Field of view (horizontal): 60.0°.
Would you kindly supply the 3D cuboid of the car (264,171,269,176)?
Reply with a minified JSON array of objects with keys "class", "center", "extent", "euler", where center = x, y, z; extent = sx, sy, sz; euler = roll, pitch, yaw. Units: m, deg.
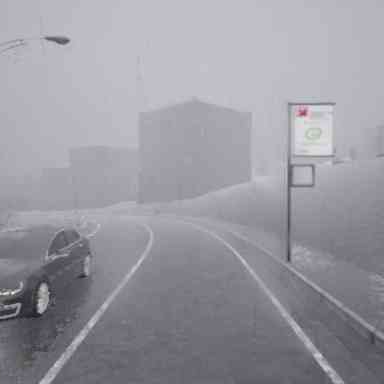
[{"class":"car","center":[20.669,-4.369,85.827],"extent":[2.002,1.452,4.674],"euler":[0,0,-1]}]

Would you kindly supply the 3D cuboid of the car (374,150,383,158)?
[{"class":"car","center":[21.739,-3.978,36.152],"extent":[2.231,1.521,4.892],"euler":[0,1,-1]}]

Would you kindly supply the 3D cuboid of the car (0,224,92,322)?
[{"class":"car","center":[-3.665,1.562,7.530],"extent":[1.837,1.490,4.892],"euler":[0,-1,-2]}]

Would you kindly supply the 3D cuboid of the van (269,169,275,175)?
[{"class":"van","center":[20.790,-4.602,80.184],"extent":[1.878,1.987,4.442],"euler":[0,0,-1]}]

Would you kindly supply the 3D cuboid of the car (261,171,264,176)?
[{"class":"car","center":[20.550,-4.687,91.312],"extent":[2.435,2.045,5.566],"euler":[0,0,-1]}]

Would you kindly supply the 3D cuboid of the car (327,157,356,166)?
[{"class":"car","center":[21.504,-4.215,47.089],"extent":[2.185,1.767,4.553],"euler":[0,1,-1]}]

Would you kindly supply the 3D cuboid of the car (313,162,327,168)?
[{"class":"car","center":[21.385,-4.104,52.582],"extent":[2.002,1.452,4.674],"euler":[0,1,-1]}]

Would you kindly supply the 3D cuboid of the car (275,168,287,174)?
[{"class":"car","center":[20.906,-4.339,74.790],"extent":[2.231,1.521,4.892],"euler":[0,0,-1]}]
